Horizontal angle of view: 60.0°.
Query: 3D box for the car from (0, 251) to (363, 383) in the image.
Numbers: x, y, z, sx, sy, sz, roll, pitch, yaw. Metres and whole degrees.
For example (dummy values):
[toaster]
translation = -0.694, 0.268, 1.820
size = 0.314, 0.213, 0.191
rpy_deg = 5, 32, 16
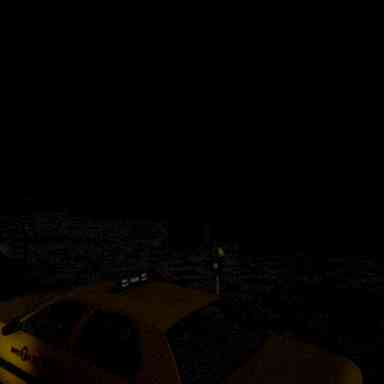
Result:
[car]
translation = -0.822, 1.525, 3.552
size = 4.829, 1.417, 1.752
rpy_deg = 0, 0, 36
